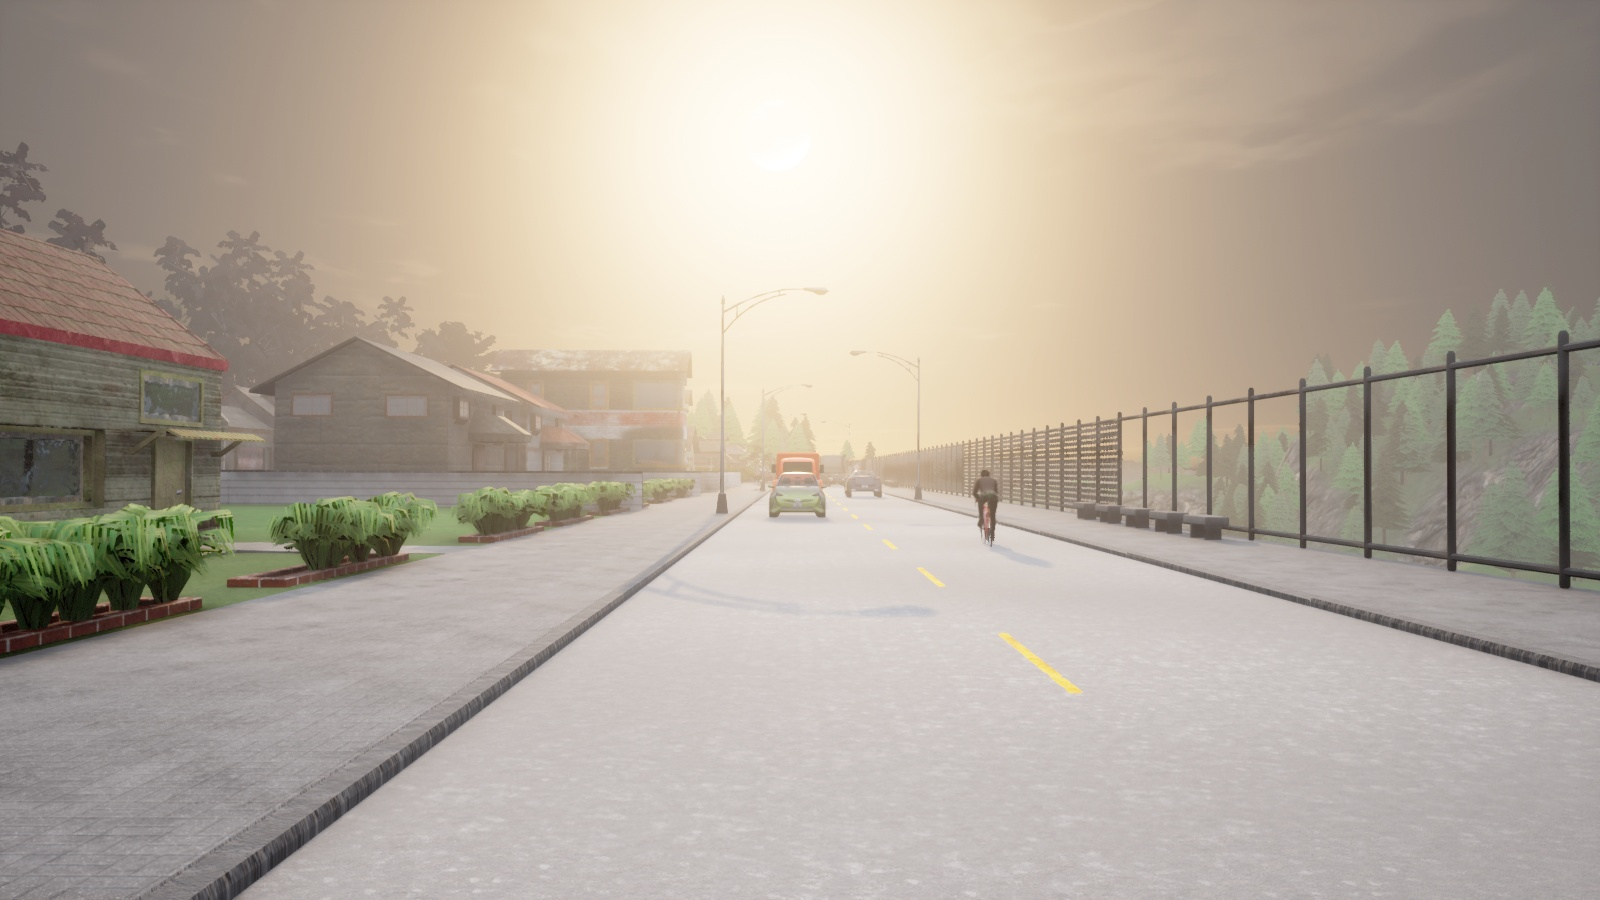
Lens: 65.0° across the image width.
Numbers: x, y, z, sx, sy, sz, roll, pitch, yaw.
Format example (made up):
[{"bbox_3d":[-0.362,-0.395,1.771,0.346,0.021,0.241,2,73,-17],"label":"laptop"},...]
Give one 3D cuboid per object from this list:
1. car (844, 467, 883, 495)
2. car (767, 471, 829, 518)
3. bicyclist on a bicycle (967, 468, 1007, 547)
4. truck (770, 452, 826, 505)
[{"bbox_3d":[3.866,1.870,77.143,2.152,1.651,5.027,0,-1,0],"label":"car"},{"bbox_3d":[-0.069,1.483,43.046,2.007,1.525,4.514,0,-1,0],"label":"car"},{"bbox_3d":[3.961,1.199,26.726,0.582,1.620,1.656,0,-1,0],"label":"bicyclist on a bicycle"},{"bbox_3d":[-0.105,1.354,61.248,2.627,2.467,5.204,0,-1,0],"label":"truck"}]
